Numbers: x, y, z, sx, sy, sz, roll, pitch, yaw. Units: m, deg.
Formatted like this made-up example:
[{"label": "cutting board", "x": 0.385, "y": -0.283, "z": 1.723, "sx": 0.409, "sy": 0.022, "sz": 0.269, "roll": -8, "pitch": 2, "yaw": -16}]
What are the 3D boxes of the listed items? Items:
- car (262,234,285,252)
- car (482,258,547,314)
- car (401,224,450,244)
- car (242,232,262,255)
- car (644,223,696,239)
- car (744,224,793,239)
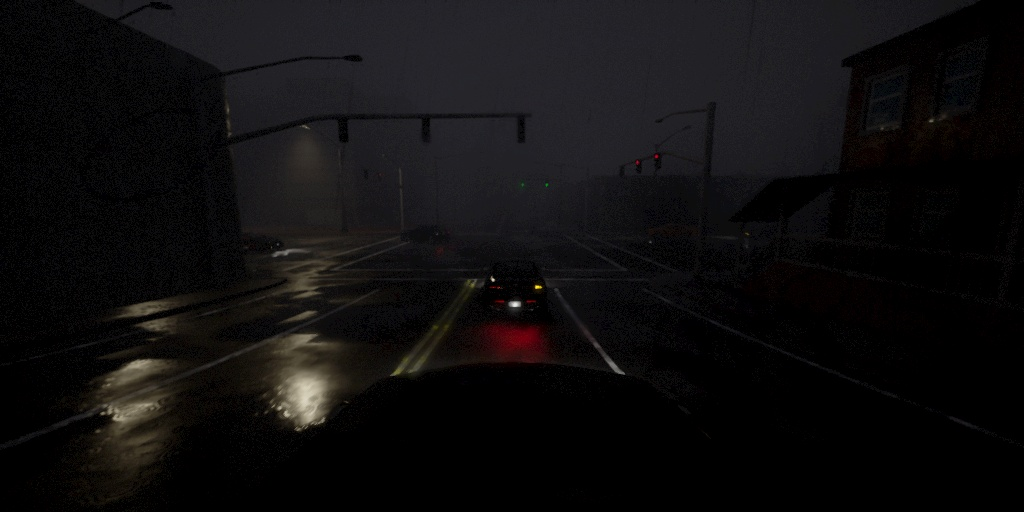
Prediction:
[{"label": "car", "x": -19.456, "y": -1.052, "z": 26.733, "sx": 4.181, "sy": 1.385, "sz": 1.994, "roll": 0, "pitch": 8, "yaw": 0}, {"label": "car", "x": 0.085, "y": 0.815, "z": 11.843, "sx": 1.837, "sy": 1.490, "sz": 4.892, "roll": 0, "pitch": 5, "yaw": 0}, {"label": "car", "x": -7.938, "y": -2.130, "z": 32.753, "sx": 4.553, "sy": 1.767, "sz": 2.097, "roll": 5, "pitch": 10, "yaw": 29}, {"label": "car", "x": -19.981, "y": -0.893, "z": 23.227, "sx": 5.566, "sy": 2.045, "sz": 2.150, "roll": 0, "pitch": 8, "yaw": 0}, {"label": "car", "x": 16.377, "y": -2.642, "z": 37.229, "sx": 5.008, "sy": 1.535, "sz": 1.882, "roll": 0, "pitch": 8, "yaw": 0}, {"label": "car", "x": 26.266, "y": -2.610, "z": 37.213, "sx": 4.892, "sy": 1.490, "sz": 1.837, "roll": 0, "pitch": 8, "yaw": 0}]
